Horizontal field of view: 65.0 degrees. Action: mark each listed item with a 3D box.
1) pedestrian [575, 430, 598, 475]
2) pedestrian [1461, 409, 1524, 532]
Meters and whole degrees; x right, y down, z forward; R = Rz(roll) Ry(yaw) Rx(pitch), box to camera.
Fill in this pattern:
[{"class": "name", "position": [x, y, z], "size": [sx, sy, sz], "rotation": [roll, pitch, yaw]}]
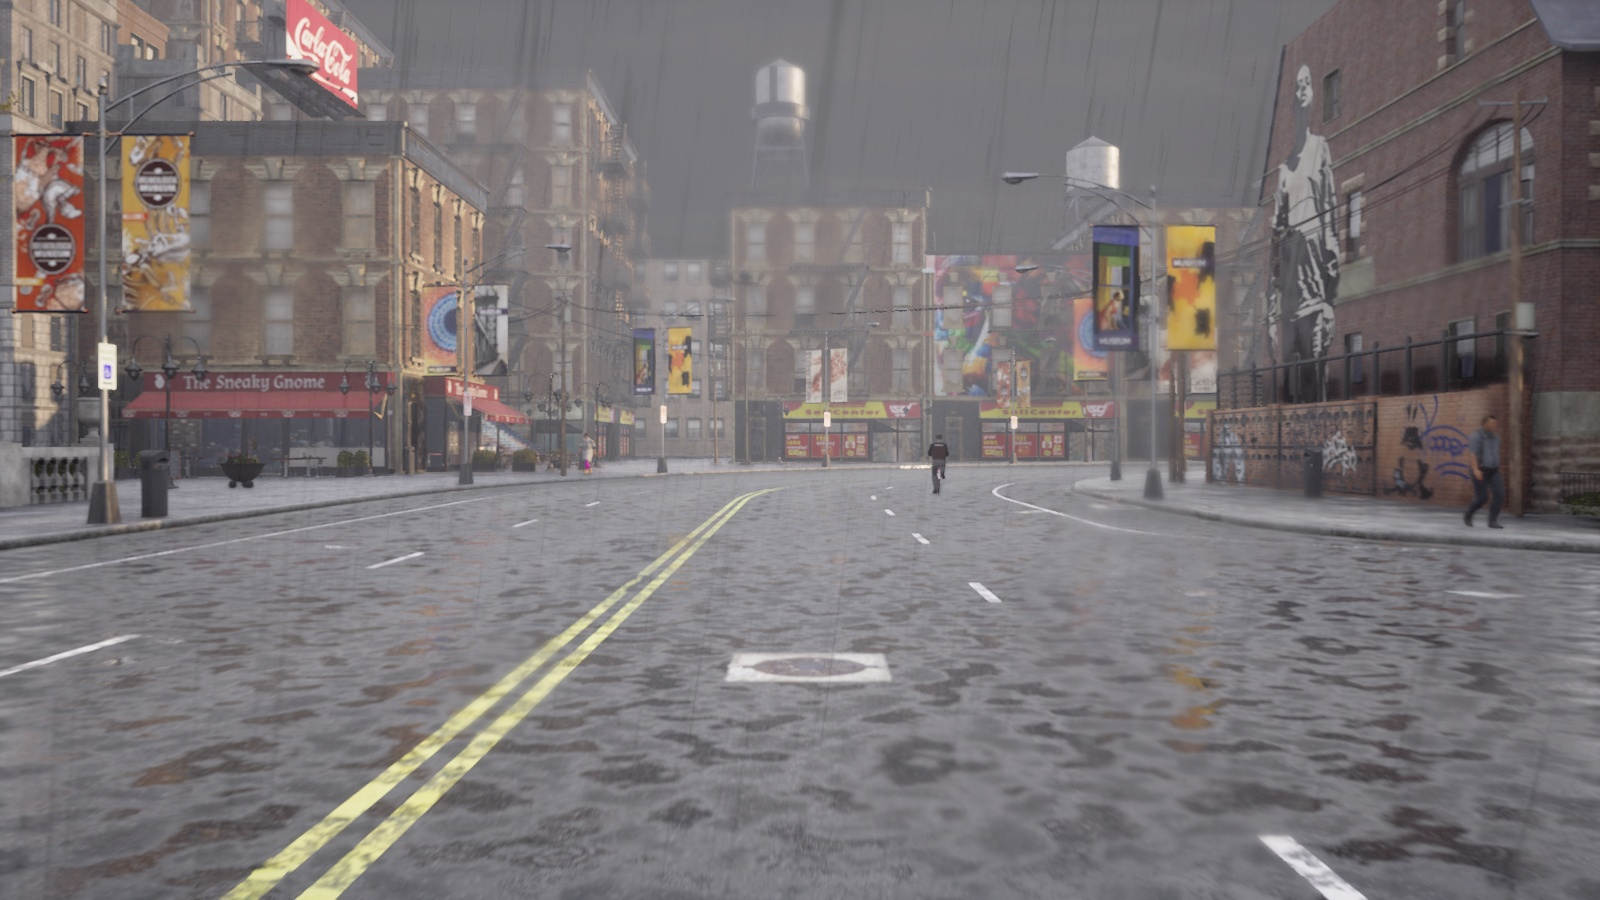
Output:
[{"class": "pedestrian", "position": [-9.312, 0.087, 54.829], "size": [0.659, 1.952, 0.873], "rotation": [0, 0, 17]}, {"class": "pedestrian", "position": [10.578, 0.304, 19.194], "size": [0.540, 1.848, 0.694], "rotation": [0, 0, -5]}]
